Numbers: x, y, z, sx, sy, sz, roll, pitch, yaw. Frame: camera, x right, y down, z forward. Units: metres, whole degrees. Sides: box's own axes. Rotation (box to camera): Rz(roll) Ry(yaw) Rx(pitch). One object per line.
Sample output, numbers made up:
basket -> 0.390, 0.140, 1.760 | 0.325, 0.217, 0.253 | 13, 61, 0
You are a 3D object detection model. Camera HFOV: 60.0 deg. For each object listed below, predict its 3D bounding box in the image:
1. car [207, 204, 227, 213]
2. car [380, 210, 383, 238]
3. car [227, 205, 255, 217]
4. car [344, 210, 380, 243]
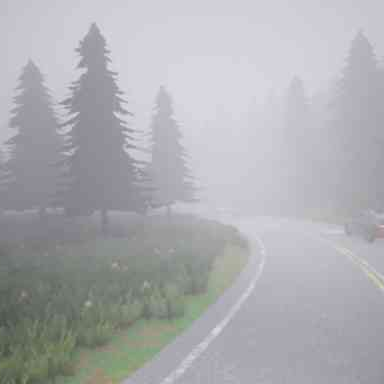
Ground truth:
car -> 4.055, 2.558, 52.272 | 1.895, 1.301, 4.718 | -4, 0, -23
car -> 8.090, 1.280, 10.492 | 2.150, 2.045, 5.566 | -1, -1, 14
car -> 6.156, 2.274, 40.993 | 1.895, 1.301, 4.718 | -3, -1, -8
car -> 9.201, 1.635, 16.728 | 1.812, 1.442, 4.674 | -2, -1, 6
